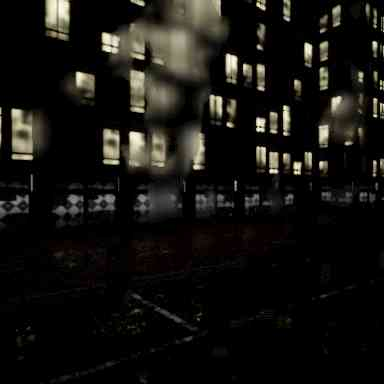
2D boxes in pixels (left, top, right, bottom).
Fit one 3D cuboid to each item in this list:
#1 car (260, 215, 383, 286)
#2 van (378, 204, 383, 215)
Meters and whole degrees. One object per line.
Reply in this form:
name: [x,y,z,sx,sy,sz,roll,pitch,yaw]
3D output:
car: [3.840,1.511,9.299,4.507,1.381,1.887,0,0,-36]
van: [8.473,1.284,12.605,3.998,1.788,1.690,0,0,-36]
